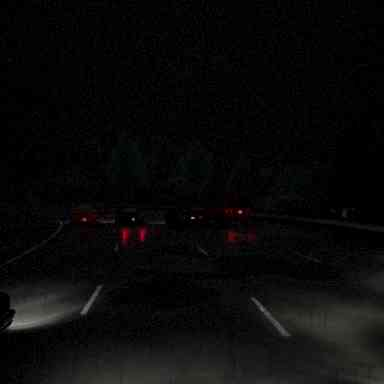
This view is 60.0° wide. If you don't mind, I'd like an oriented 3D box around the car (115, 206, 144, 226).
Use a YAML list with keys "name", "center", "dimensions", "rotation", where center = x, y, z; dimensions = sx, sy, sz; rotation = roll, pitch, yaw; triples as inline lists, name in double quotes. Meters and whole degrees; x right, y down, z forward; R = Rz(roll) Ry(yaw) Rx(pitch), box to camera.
- name: "car"
  center: [-5.143, 1.873, 26.981]
  dimensions: [1.812, 1.442, 4.674]
  rotation: [0, -1, -20]

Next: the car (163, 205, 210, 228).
- name: "car"
  center: [-0.732, 1.866, 25.172]
  dimensions: [2.033, 1.411, 5.357]
  rotation: [0, -1, -18]

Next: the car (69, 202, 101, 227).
- name: "car"
  center: [-8.485, 1.817, 26.007]
  dimensions: [1.882, 1.535, 5.008]
  rotation: [0, -1, -19]

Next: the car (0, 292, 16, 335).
- name: "car"
  center: [-3.532, 1.587, 2.691]
  dimensions: [2.033, 1.411, 5.357]
  rotation: [0, -1, -3]

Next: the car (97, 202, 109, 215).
- name: "car"
  center: [-11.662, 2.007, 40.748]
  dimensions: [1.882, 1.535, 5.008]
  rotation: [0, -1, -30]

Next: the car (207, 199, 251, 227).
- name: "car"
  center: [2.583, 1.547, 26.086]
  dimensions: [2.150, 2.045, 5.566]
  rotation: [0, -1, -18]
